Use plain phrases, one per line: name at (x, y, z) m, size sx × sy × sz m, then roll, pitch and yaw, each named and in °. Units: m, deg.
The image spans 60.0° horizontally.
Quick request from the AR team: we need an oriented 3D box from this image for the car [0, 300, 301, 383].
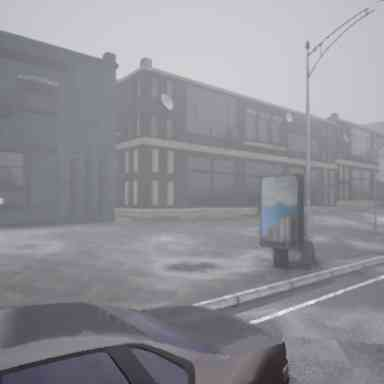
car at (-1.504, 1.595, 2.050) m, size 5.357 × 1.411 × 2.033 m, roll 1°, pitch -2°, yaw -39°
